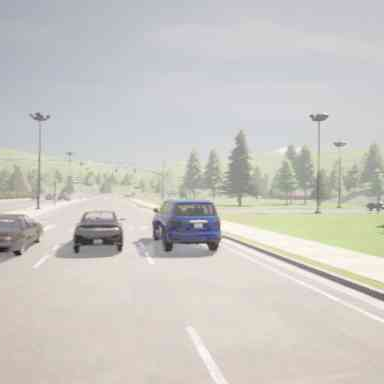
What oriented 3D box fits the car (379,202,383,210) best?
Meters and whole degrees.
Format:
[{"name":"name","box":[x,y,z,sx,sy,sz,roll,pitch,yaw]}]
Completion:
[{"name":"car","box":[31.995,2.429,51.284,4.718,1.301,1.895,1,0,-13]}]

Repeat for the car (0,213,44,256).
[{"name":"car","box":[-7.204,1.541,12.945,2.033,1.411,5.357,1,0,-14]}]

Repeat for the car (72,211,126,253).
[{"name":"car","box":[-3.872,1.540,14.056,2.128,1.511,4.902,1,0,-14]}]

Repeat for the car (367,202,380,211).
[{"name":"car","box":[31.183,2.316,54.689,4.902,1.511,2.128,1,0,-13]}]

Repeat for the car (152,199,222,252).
[{"name":"car","box":[-0.398,1.316,14.598,2.150,2.045,5.566,1,0,-14]}]
